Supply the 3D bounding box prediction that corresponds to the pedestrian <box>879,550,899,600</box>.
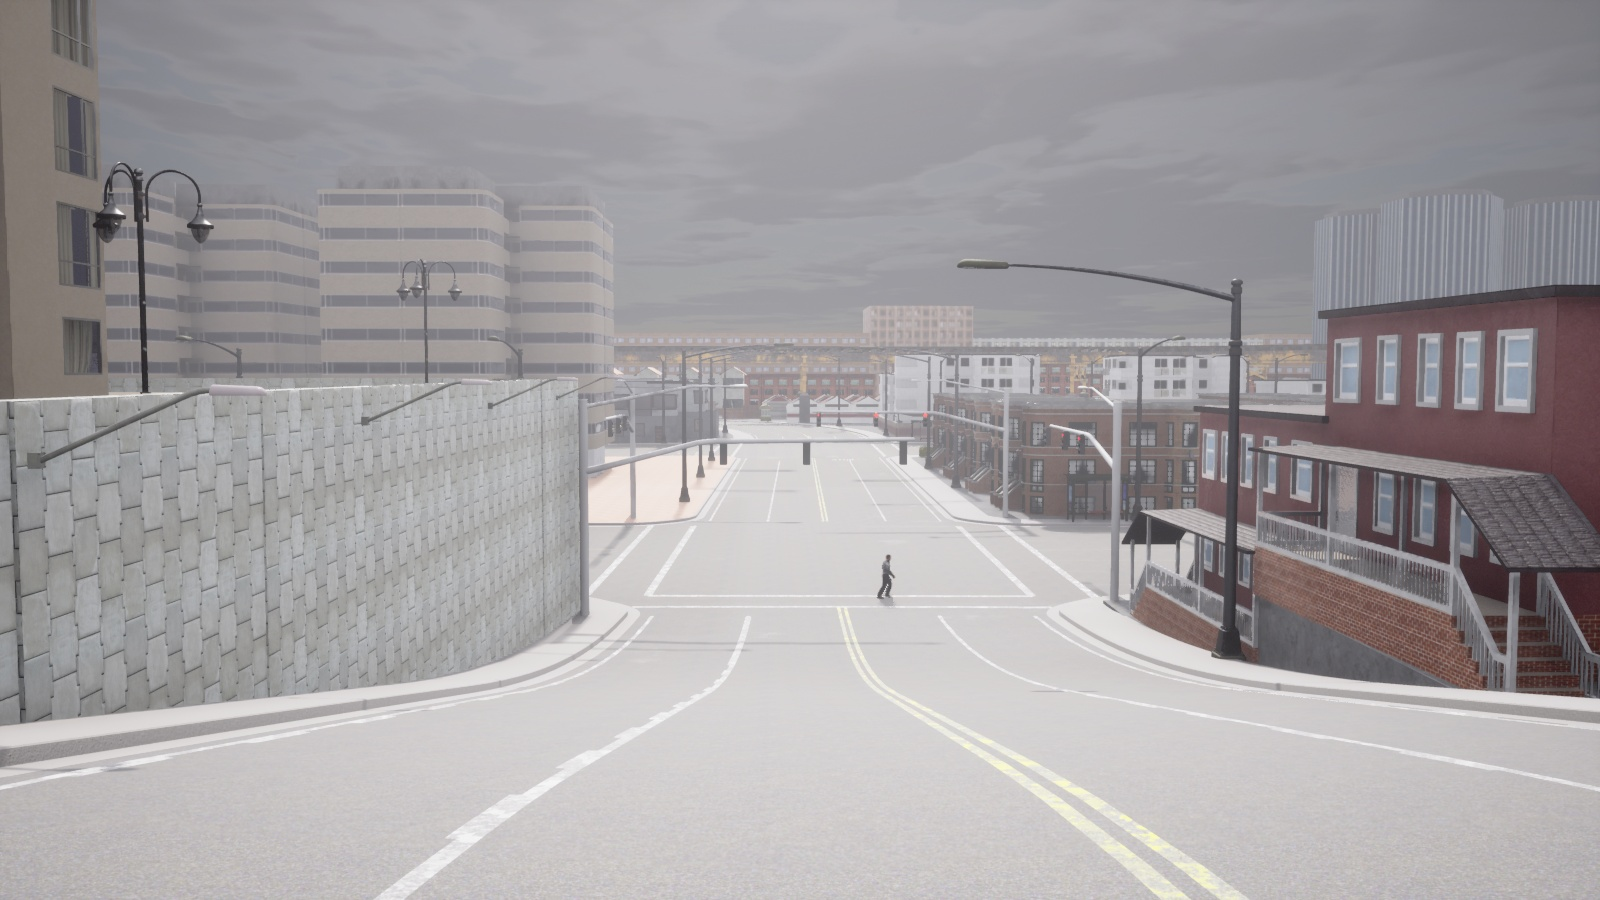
[{"bbox_3d":[3.520,4.946,49.711,0.788,1.949,0.423,0,4,1],"label":"pedestrian"}]
